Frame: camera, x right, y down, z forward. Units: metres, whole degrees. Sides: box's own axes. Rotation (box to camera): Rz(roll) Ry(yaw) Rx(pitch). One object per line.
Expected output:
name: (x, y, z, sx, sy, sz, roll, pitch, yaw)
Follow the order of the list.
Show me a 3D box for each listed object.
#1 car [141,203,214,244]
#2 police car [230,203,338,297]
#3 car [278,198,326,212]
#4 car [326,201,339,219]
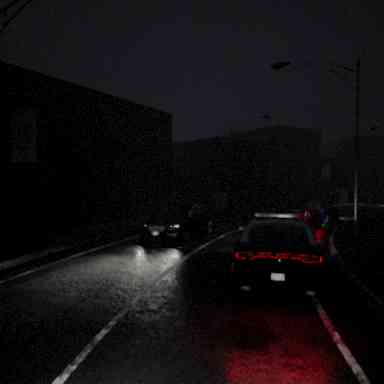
car: (-0.473, 1.248, 14.716, 2.128, 1.511, 4.902, 1, 1, 22)
police car: (2.174, 1.299, 8.541, 1.930, 1.638, 5.238, 0, 1, 14)
car: (5.408, 1.108, 17.142, 2.097, 1.767, 4.553, 1, 1, 27)
car: (8.324, 1.228, 21.967, 1.812, 1.442, 4.674, 1, 1, 35)
